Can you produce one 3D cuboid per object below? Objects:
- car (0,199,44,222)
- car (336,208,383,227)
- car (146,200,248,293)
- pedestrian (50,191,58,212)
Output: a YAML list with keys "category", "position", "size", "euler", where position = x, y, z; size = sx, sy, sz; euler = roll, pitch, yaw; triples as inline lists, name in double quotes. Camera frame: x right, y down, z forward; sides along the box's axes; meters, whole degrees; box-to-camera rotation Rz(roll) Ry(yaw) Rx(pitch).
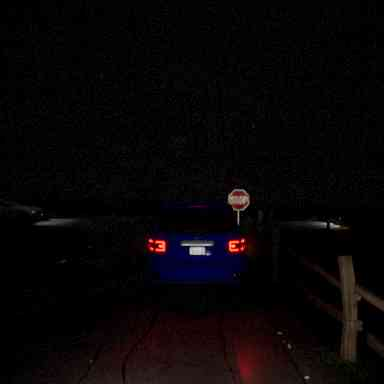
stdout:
- category: "car"
  position: [-12.698, 1.206, 22.989]
  size: [4.674, 1.442, 1.812]
  euler: [2, 3, 0]
- category: "car"
  position: [13.516, 1.950, 25.847]
  size: [4.181, 1.385, 1.994]
  euler: [2, 3, 1]
- category: "car"
  position: [0.083, 1.214, 8.992]
  size: [2.150, 2.045, 5.566]
  euler: [0, 0, 0]
- category: "pedestrian"
  position: [-12.080, 0.777, 28.947]
  size: [0.375, 1.860, 0.375]
  euler: [0, 1, 0]
